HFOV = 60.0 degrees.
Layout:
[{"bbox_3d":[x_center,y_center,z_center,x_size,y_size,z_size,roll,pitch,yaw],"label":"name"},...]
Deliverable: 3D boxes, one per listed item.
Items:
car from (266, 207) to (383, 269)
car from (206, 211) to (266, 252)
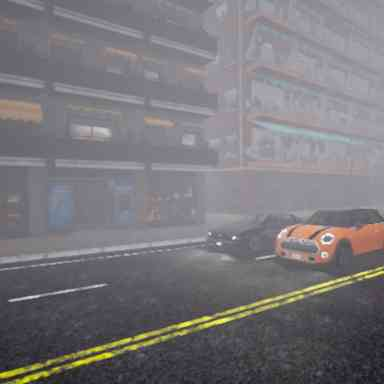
[{"bbox_3d":[4.938,1.345,11.324,4.553,1.767,2.097,0,0,-36],"label":"car"},{"bbox_3d":[3.151,1.542,14.030,5.357,1.411,2.033,0,0,-36],"label":"car"}]
